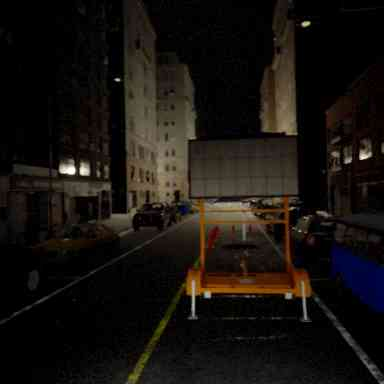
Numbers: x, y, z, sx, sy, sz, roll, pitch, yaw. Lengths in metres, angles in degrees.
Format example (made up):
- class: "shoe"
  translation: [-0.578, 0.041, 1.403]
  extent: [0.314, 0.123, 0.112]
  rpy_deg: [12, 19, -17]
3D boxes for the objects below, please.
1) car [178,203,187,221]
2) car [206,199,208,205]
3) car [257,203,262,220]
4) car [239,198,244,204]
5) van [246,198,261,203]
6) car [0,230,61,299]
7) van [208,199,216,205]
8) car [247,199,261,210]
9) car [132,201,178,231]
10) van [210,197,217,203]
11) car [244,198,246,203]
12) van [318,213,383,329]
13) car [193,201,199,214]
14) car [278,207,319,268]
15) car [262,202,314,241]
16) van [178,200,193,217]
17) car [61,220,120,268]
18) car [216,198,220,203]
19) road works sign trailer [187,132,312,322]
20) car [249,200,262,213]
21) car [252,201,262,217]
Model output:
- class: "car"
  translation: [-1.986, 1.944, 29.301]
  extent: [2.008, 1.369, 4.403]
  rpy_deg: [-1, -1, 7]
- class: "car"
  translation: [0.830, 2.136, 51.799]
  extent: [2.008, 1.369, 4.403]
  rpy_deg: [-1, -1, 7]
- class: "car"
  translation: [5.769, 1.711, 22.633]
  extent: [1.947, 1.339, 4.313]
  rpy_deg: [-1, -1, 7]
- class: "car"
  translation: [12.664, 2.044, 77.745]
  extent: [1.967, 1.590, 4.097]
  rpy_deg: [-1, -1, 7]
- class: "van"
  translation: [8.581, 1.684, 45.137]
  extent: [1.690, 1.788, 3.998]
  rpy_deg: [-1, -1, 7]
- class: "car"
  translation: [-4.803, 1.733, 6.805]
  extent: [1.887, 1.381, 4.507]
  rpy_deg: [-1, -1, 7]
- class: "van"
  translation: [4.202, 2.143, 78.785]
  extent: [1.690, 1.788, 3.998]
  rpy_deg: [-1, -1, 7]
- class: "car"
  translation: [7.882, 1.878, 39.508]
  extent: [1.802, 1.307, 4.206]
  rpy_deg: [-1, -1, 7]
- class: "car"
  translation: [-2.696, 1.657, 23.681]
  extent: [2.192, 1.841, 5.009]
  rpy_deg: [-1, -1, 7]
- class: "van"
  translation: [6.283, 2.268, 95.413]
  extent: [1.690, 1.788, 3.998]
  rpy_deg: [-1, -1, 7]
- class: "car"
  translation: [9.310, 1.914, 50.929]
  extent: [1.752, 1.417, 4.829]
  rpy_deg: [-1, -1, 7]
- class: "van"
  translation: [3.652, 1.332, 5.760]
  extent: [1.690, 1.788, 3.998]
  rpy_deg: [-1, -1, 7]
- class: "car"
  translation: [-0.600, 2.017, 40.382]
  extent: [1.752, 1.417, 4.829]
  rpy_deg: [-1, -1, 7]
- class: "car"
  translation: [4.358, 1.482, 11.384]
  extent: [1.967, 1.590, 4.097]
  rpy_deg: [-1, -1, 7]
- class: "car"
  translation: [5.059, 1.409, 17.010]
  extent: [2.192, 1.841, 5.009]
  rpy_deg: [-1, -1, 7]
- class: "van"
  translation: [-1.287, 1.786, 34.928]
  extent: [1.690, 1.788, 3.998]
  rpy_deg: [-1, -1, 7]
- class: "car"
  translation: [-4.120, 1.763, 12.261]
  extent: [1.752, 1.417, 4.829]
  rpy_deg: [-1, -1, 7]
- class: "car"
  translation: [5.589, 2.202, 89.871]
  extent: [2.192, 1.841, 5.009]
  rpy_deg: [-1, -1, 7]
- class: "road works sign trailer"
  translation: [1.149, 0.529, 7.401]
  extent: [2.380, 3.560, 2.880]
  rpy_deg: [-1, -1, 7]
- class: "car"
  translation: [7.177, 1.798, 33.882]
  extent: [2.008, 1.369, 4.403]
  rpy_deg: [-1, -1, 7]
- class: "car"
  translation: [6.473, 1.762, 28.258]
  extent: [1.947, 1.339, 4.313]
  rpy_deg: [-1, -1, 7]
